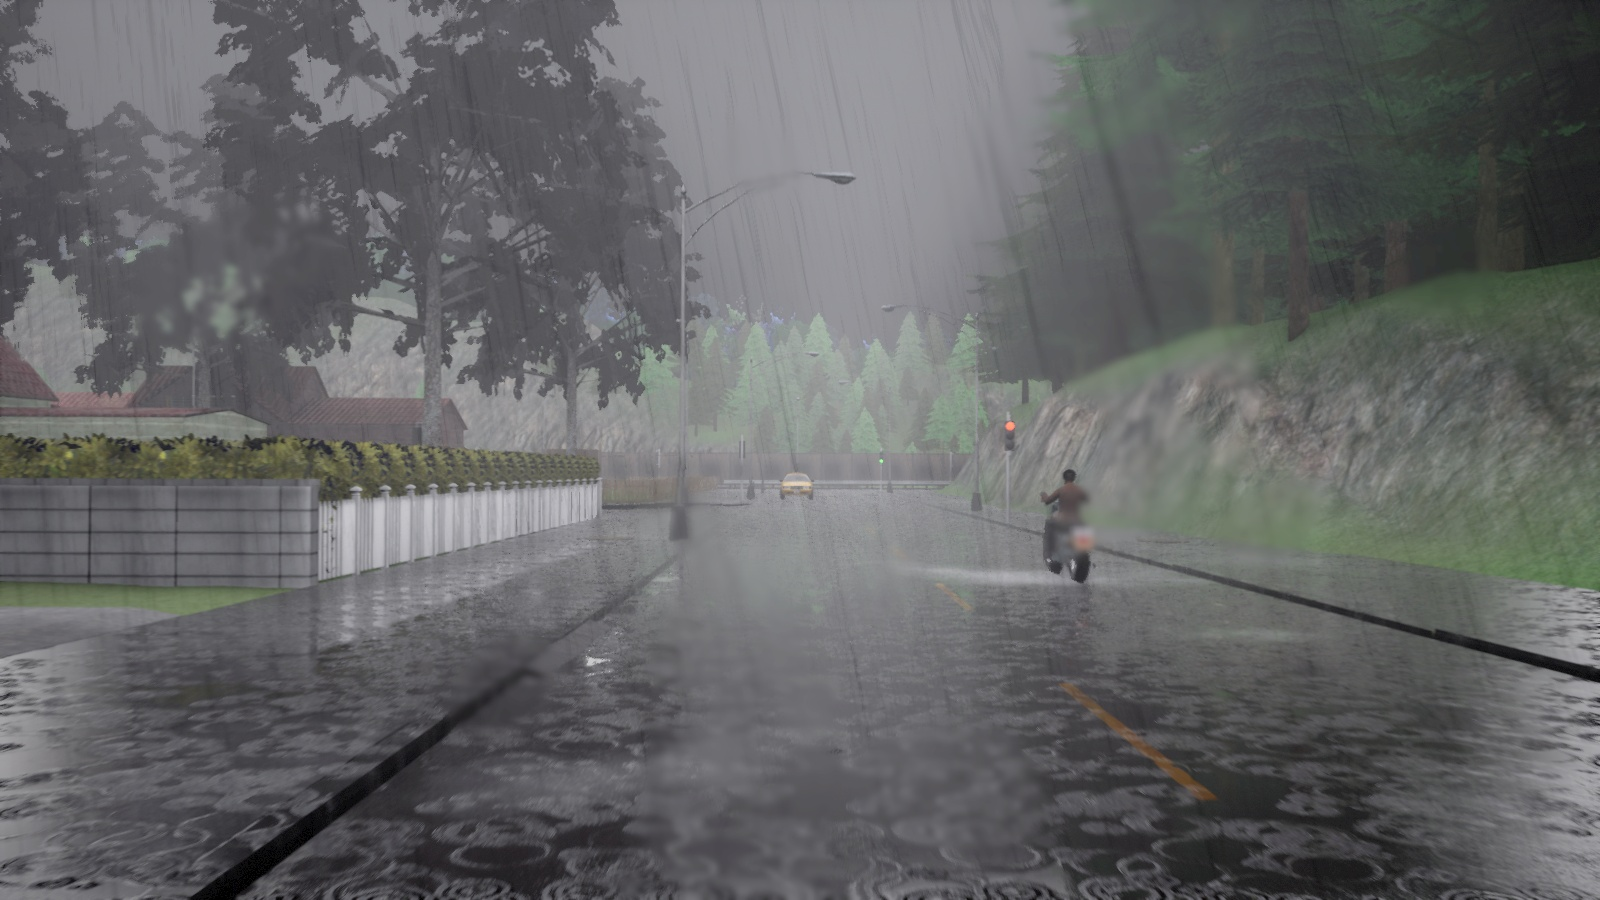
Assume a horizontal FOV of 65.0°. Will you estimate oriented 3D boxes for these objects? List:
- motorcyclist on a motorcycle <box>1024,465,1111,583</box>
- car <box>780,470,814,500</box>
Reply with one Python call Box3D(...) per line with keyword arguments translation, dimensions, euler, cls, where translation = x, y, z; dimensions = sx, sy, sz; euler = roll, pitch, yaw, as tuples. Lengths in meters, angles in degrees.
Box3D(translation=(3.957, 1.063, 18.766), dimensions=(0.766, 1.649, 2.350), euler=(0, -1, 0), cls="motorcyclist on a motorcycle")
Box3D(translation=(-0.164, 1.940, 70.843), dimensions=(1.801, 1.575, 5.366), euler=(0, -1, 0), cls="car")
